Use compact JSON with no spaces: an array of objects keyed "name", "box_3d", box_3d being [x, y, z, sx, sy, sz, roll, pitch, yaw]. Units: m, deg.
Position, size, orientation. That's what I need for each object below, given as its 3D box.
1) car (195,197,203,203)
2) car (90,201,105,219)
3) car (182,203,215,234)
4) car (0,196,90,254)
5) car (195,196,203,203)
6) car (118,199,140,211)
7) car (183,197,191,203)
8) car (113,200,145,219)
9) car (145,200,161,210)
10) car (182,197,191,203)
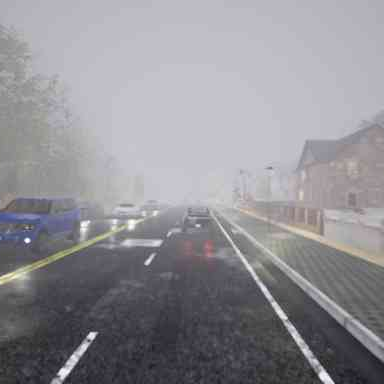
[{"name":"car","box_3d":[1.729,2.263,84.644,1.882,1.535,5.008,1,-1,1]},{"name":"car","box_3d":[-9.211,1.536,29.587,2.128,1.511,4.902,1,-1,2]},{"name":"car","box_3d":[0.398,1.674,20.814,2.128,1.511,4.902,1,0,1]},{"name":"car","box_3d":[-6.343,1.194,13.672,2.150,2.045,5.566,1,-1,1]},{"name":"car","box_3d":[1.949,2.144,95.010,2.097,1.767,4.553,1,-1,1]},{"name":"car","box_3d":[-8.807,1.818,47.041,2.033,1.411,5.357,1,-1,1]},{"name":"car","box_3d":[-1.302,2.258,95.106,2.033,1.411,5.357,1,-1,1]},{"name":"car","box_3d":[-5.928,1.652,30.682,1.812,1.442,4.674,1,-1,2]},{"name":"car","box_3d":[-5.558,1.845,46.973,1.812,1.442,4.674,1,-1,1]},{"name":"car","box_3d":[-1.512,2.198,85.060,1.837,1.490,4.892,1,-1,1]}]
